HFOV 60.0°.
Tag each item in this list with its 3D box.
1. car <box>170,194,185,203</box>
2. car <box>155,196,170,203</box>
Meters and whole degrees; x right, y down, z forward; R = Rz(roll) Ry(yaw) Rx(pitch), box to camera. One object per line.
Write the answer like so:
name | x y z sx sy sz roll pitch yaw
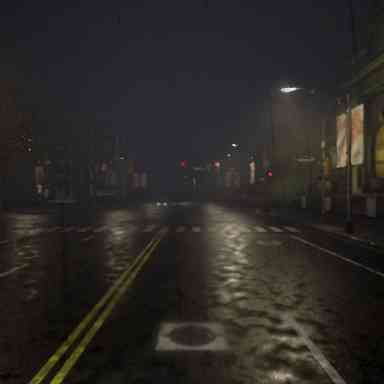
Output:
car | -3.426 1.589 79.759 2.150 2.045 5.566 0 0 0
car | -6.930 1.952 78.242 1.895 1.301 4.718 0 0 0
